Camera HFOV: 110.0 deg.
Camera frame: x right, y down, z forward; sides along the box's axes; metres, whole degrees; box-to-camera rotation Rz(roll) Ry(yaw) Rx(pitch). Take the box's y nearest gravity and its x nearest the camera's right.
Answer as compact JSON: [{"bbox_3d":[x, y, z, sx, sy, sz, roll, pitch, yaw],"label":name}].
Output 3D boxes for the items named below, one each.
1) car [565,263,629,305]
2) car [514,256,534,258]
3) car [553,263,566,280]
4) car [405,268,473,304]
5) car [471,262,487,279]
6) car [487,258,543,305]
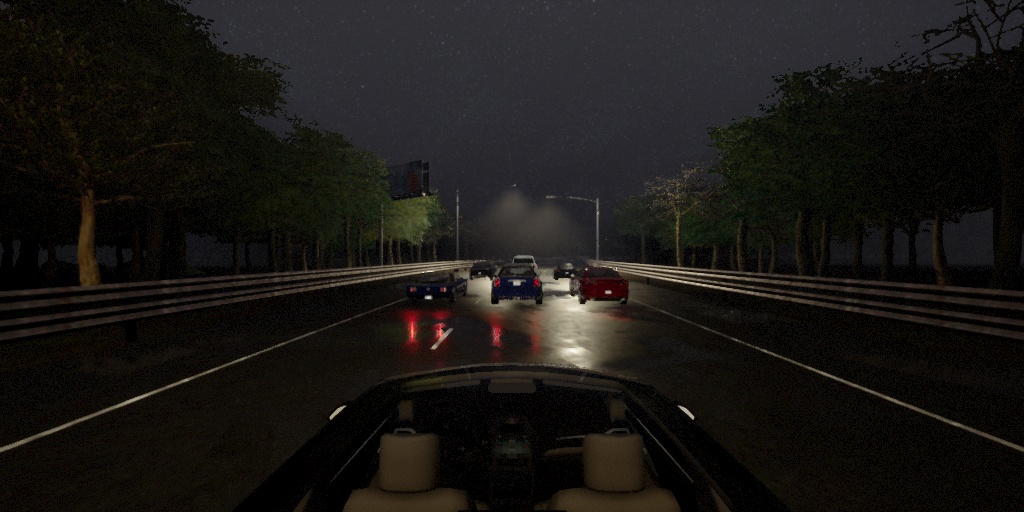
[{"bbox_3d":[3.768,1.233,16.163,1.882,1.535,5.008,0,0,2],"label":"car"},{"bbox_3d":[1.086,1.009,31.106,2.150,2.045,5.566,0,0,4],"label":"car"},{"bbox_3d":[4.575,1.324,30.820,1.994,1.385,4.181,0,0,4],"label":"car"},{"bbox_3d":[-3.226,1.364,16.450,1.895,1.301,4.718,0,0,2],"label":"car"},{"bbox_3d":[-2.407,1.236,31.332,1.882,1.535,5.008,0,0,4],"label":"car"},{"bbox_3d":[0.270,1.114,16.261,2.097,1.767,4.553,0,0,2],"label":"car"}]
